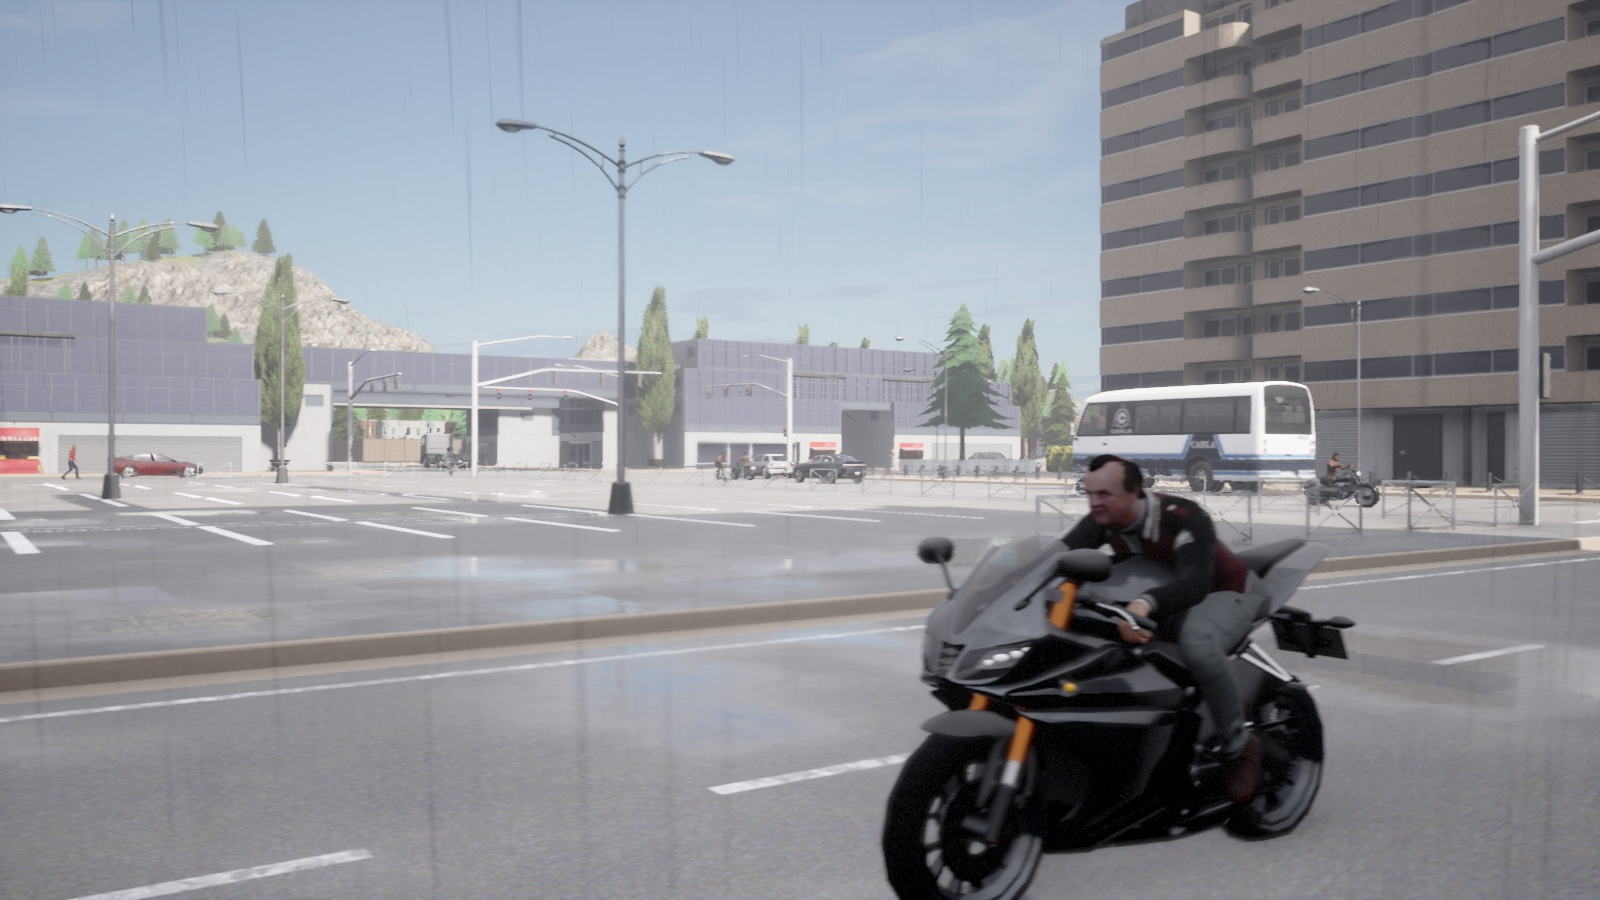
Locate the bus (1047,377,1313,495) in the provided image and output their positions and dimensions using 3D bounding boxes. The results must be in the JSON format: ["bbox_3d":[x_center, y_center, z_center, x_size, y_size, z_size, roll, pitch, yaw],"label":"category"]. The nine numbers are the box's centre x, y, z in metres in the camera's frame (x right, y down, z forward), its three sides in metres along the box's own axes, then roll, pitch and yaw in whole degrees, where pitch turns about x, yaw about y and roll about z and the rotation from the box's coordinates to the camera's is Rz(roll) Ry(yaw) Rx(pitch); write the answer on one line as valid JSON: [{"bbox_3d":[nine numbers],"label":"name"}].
[{"bbox_3d":[15.042,-0.483,50.856,3.944,4.253,10.273,0,0,-31],"label":"bus"}]

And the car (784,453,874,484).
[{"bbox_3d":[1.435,0.911,64.286,2.128,1.511,4.902,0,0,-35],"label":"car"}]

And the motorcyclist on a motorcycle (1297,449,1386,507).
[{"bbox_3d":[15.967,0.808,37.097,0.766,1.649,2.350,0,0,-35],"label":"motorcyclist on a motorcycle"}]

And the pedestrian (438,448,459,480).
[{"bbox_3d":[-20.891,0.821,74.621,0.874,1.855,0.900,0,0,-41],"label":"pedestrian"}]

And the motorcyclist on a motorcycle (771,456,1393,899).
[{"bbox_3d":[1.052,0.788,4.391,2.191,1.530,0.866,0,0,-35],"label":"motorcyclist on a motorcycle"}]

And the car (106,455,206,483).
[{"bbox_3d":[-36.230,1.050,70.688,4.792,1.488,2.163,0,0,-33],"label":"car"}]

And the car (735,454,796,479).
[{"bbox_3d":[-2.103,0.955,75.563,1.970,1.475,3.806,0,0,-34],"label":"car"}]

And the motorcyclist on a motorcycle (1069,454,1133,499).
[{"bbox_3d":[10.704,0.922,44.714,0.866,1.530,2.191,0,0,-35],"label":"motorcyclist on a motorcycle"}]

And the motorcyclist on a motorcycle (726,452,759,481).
[{"bbox_3d":[-3.275,0.932,71.102,0.766,1.649,2.350,0,0,-35],"label":"motorcyclist on a motorcycle"}]

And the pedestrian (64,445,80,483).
[{"bbox_3d":[-35.429,0.683,61.087,0.636,1.846,0.331,0,0,-20],"label":"pedestrian"}]
